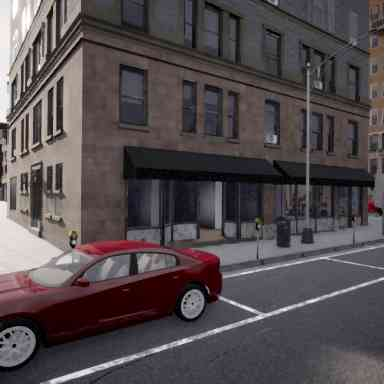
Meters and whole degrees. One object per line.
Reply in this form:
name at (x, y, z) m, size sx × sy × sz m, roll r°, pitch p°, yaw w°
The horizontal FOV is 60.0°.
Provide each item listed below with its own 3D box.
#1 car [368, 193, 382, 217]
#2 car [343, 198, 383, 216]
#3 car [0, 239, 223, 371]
car at (15.419, 1.076, 28.785) m, size 2.150 × 2.045 × 5.566 m, roll 1°, pitch 0°, yaw -33°
car at (17.296, 1.382, 31.910) m, size 1.837 × 1.490 × 4.892 m, roll 1°, pitch 0°, yaw -35°
car at (-1.518, 1.545, 5.672) m, size 4.507 × 1.381 × 1.887 m, roll 0°, pitch 1°, yaw -35°
